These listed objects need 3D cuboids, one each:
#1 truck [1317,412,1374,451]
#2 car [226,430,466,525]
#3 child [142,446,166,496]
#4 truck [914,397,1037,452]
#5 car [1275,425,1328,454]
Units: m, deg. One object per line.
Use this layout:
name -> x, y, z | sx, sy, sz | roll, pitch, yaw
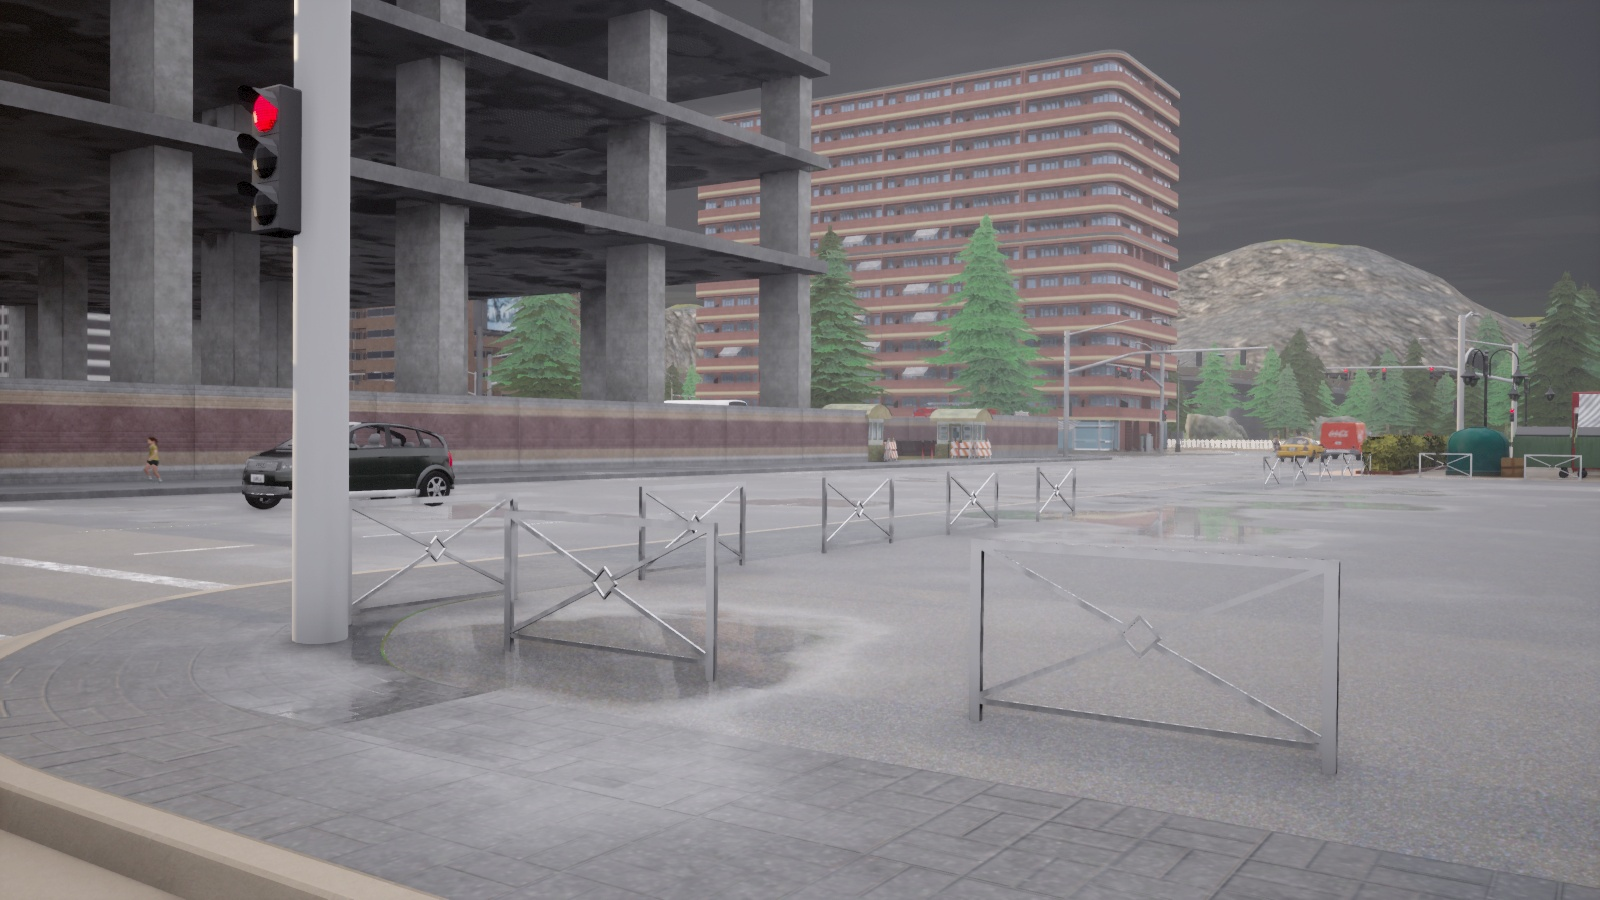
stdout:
truck -> 36.219, -1.238, 83.291 | 2.627, 2.467, 5.204 | 0, 1, 33
car -> -8.052, 0.420, 22.540 | 1.789, 1.549, 3.705 | 0, 1, 33
child -> -14.483, 0.460, 28.155 | 0.255, 1.110, 0.394 | 0, 1, 37
truck -> 12.721, -1.797, 91.465 | 8.468, 3.827, 2.891 | 0, 1, 34
car -> 28.792, -0.607, 72.034 | 1.801, 1.575, 5.366 | 0, 0, 33
